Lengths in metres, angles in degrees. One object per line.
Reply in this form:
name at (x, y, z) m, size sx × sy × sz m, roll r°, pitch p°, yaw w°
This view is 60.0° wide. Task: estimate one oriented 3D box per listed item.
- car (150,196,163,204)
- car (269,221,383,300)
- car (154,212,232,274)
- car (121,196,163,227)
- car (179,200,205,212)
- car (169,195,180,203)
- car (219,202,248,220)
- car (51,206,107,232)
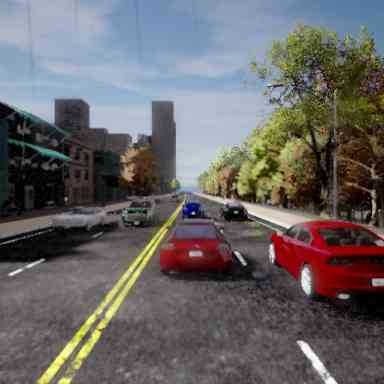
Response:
car at (-6.525, 1.441, 61.183) m, size 1.895 × 1.301 × 4.718 m, roll 0°, pitch 0°, yaw 1°
car at (3.338, 1.456, 8.415) m, size 1.882 × 1.535 × 5.008 m, roll 0°, pitch 0°, yaw 0°
car at (0.099, 1.537, 10.459) m, size 1.994 × 1.385 × 4.181 m, roll 0°, pitch 0°, yaw 0°
car at (-3.349, 1.294, 22.334) m, size 2.097 × 1.767 × 4.553 m, roll 0°, pitch 0°, yaw 0°
car at (0.100, 1.454, 27.677) m, size 1.812 × 1.442 × 4.674 m, roll 0°, pitch 0°, yaw 0°
car at (-3.263, 1.366, 63.426) m, size 1.812 × 1.442 × 4.674 m, roll 0°, pitch 0°, yaw 0°
car at (3.349, 1.493, 27.189) m, size 1.994 × 1.385 × 4.181 m, roll 0°, pitch 0°, yaw 0°
car at (-6.601, 1.550, 19.863) m, size 1.895 × 1.301 × 4.718 m, roll 0°, pitch 0°, yaw 0°
